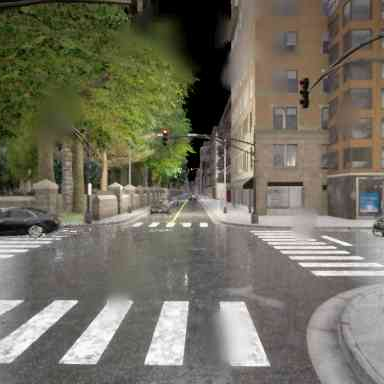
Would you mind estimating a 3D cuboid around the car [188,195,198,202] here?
[{"bbox_3d":[0.205,1.424,70.737,1.812,1.442,4.674,0,0,0],"label":"car"}]

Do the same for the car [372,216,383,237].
[{"bbox_3d":[11.004,1.366,15.548,4.553,1.767,2.097,0,0,0],"label":"car"}]

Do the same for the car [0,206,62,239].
[{"bbox_3d":[-9.000,1.498,16.234,4.892,1.490,1.837,0,3,-16],"label":"car"}]

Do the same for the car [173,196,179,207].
[{"bbox_3d":[-2.970,1.432,50.630,2.128,1.511,4.902,0,0,0],"label":"car"}]

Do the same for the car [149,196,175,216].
[{"bbox_3d":[-3.024,1.478,32.805,1.837,1.490,4.892,0,1,0],"label":"car"}]
